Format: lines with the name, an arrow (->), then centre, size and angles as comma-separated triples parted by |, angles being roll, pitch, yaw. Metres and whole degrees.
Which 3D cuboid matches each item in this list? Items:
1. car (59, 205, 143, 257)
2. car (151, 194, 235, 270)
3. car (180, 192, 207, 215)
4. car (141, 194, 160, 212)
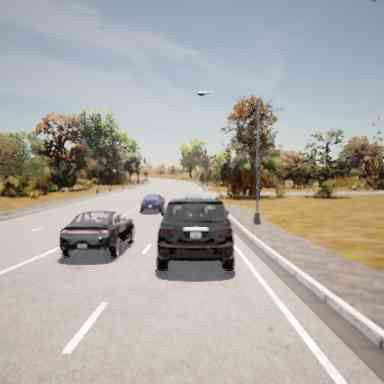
car -> -3.402, 1.453, 12.718 | 2.128, 1.511, 4.902 | 0, 0, 0
car -> 0.098, 1.190, 11.118 | 2.150, 2.045, 5.566 | 0, 0, 0
car -> 0.097, 0.889, 28.635 | 2.128, 1.511, 4.902 | 0, 3, 0
car -> -3.403, 0.887, 29.309 | 1.812, 1.442, 4.674 | 0, 3, 0
